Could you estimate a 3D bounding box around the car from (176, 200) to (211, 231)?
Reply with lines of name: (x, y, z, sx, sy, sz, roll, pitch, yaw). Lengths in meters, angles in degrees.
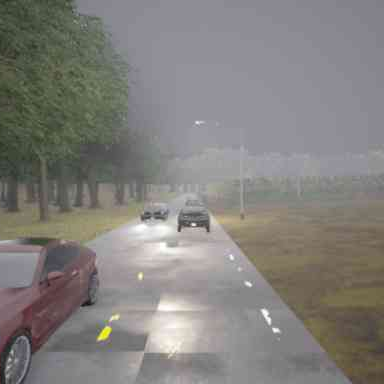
car: (0.094, 1.489, 20.267, 1.837, 1.490, 4.892, 0, 0, 0)

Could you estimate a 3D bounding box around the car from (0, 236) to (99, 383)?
car: (-2.839, 1.526, 5.303, 1.812, 1.442, 4.674, 0, 1, 0)

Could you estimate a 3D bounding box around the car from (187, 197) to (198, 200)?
car: (0.085, 1.415, 43.305, 2.128, 1.511, 4.902, 0, 0, 0)

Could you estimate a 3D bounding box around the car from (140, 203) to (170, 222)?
car: (-2.830, 1.575, 26.038, 1.895, 1.301, 4.718, 0, 0, 0)
